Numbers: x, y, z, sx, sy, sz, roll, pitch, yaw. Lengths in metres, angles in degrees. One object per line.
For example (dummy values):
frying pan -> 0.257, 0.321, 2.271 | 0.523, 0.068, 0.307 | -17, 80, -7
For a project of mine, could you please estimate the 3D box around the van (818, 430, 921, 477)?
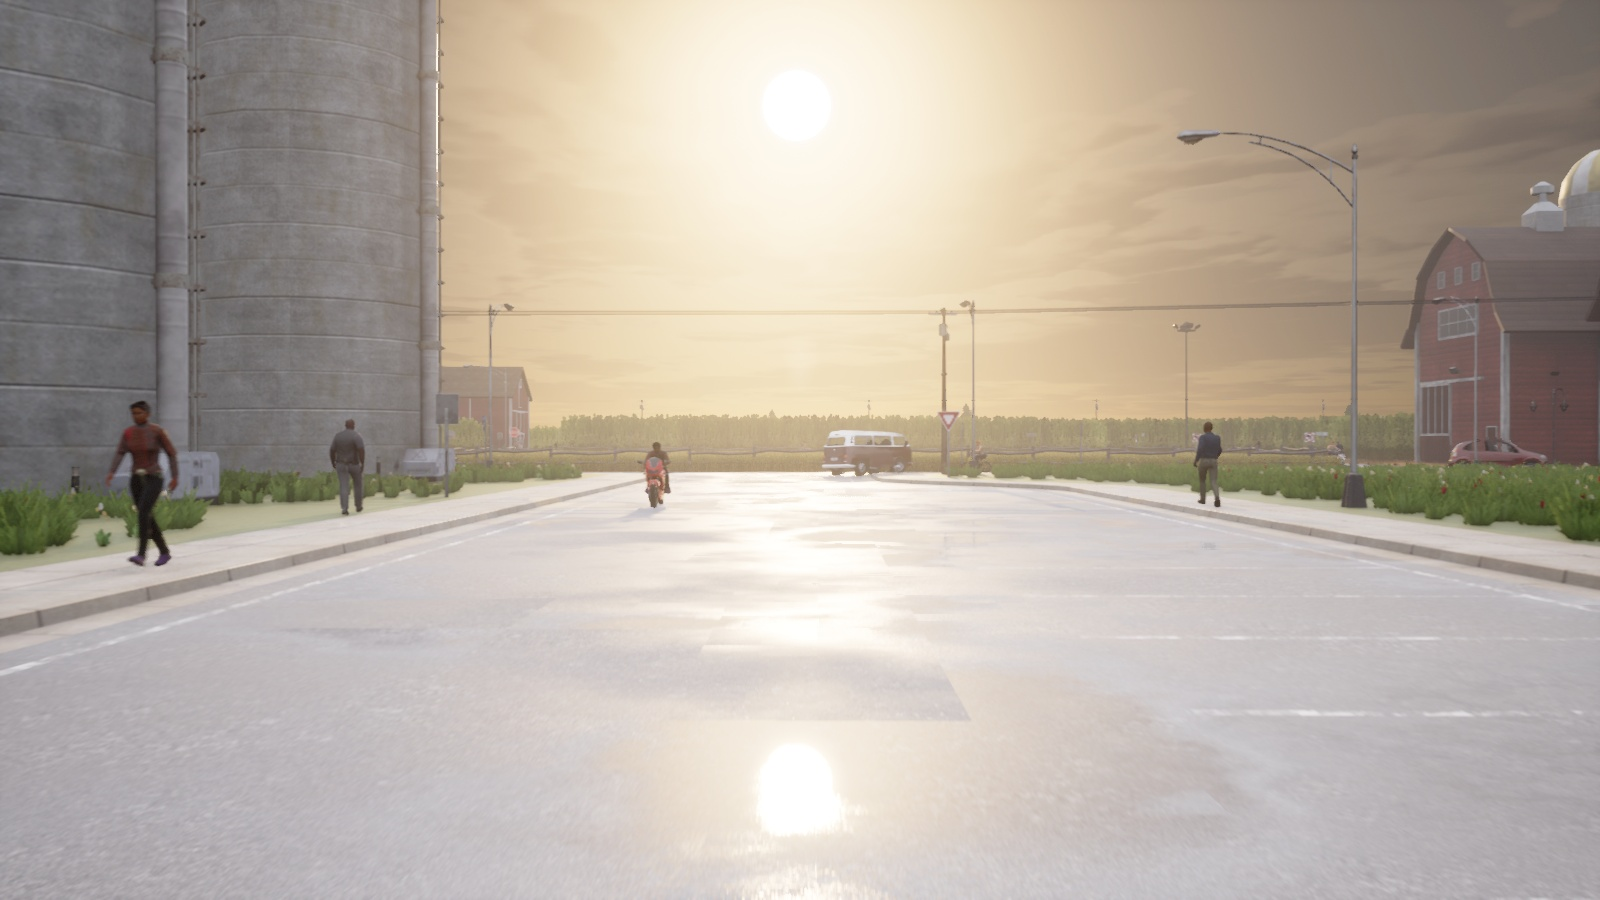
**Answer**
van -> 3.182, 0.150, 57.034 | 4.480, 2.038, 2.069 | 0, -1, -42

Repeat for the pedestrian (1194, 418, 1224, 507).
pedestrian -> 8.554, 0.261, 26.259 | 0.370, 1.835, 0.726 | 0, 0, -1

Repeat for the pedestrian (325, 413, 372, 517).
pedestrian -> -8.303, 0.265, 23.129 | 0.563, 1.883, 0.849 | 0, 0, -1

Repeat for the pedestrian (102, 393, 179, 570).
pedestrian -> -6.958, 0.321, 13.273 | 0.328, 1.805, 0.869 | 0, 0, 2

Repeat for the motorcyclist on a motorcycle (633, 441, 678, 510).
motorcyclist on a motorcycle -> -3.319, 0.562, 29.021 | 0.797, 1.523, 2.044 | 0, 0, 0

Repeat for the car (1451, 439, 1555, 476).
car -> 31.626, 0.328, 56.625 | 3.988, 1.617, 1.851 | 0, 0, 25
